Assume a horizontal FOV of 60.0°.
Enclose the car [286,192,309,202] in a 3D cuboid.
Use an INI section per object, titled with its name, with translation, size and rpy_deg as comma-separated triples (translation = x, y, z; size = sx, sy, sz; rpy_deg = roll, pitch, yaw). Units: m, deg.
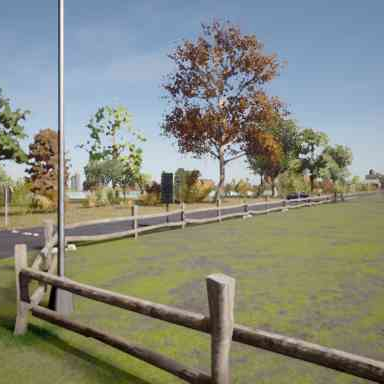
[car]
translation = 15.525, 0.723, 48.964
size = 1.895, 1.301, 4.718
rpy_deg = 0, 1, 36
